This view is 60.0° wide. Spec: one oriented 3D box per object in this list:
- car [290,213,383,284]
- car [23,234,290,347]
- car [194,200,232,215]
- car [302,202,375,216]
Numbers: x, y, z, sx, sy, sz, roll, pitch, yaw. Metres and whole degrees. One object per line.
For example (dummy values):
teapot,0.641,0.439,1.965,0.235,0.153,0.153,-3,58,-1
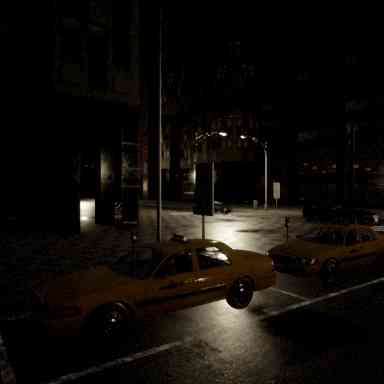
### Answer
car,4.099,1.526,9.548,4.829,1.417,1.752,0,0,-35
car,-0.468,1.526,6.305,4.829,1.417,1.752,0,0,-35
car,1.981,1.484,32.901,1.994,1.385,4.181,0,0,-36
car,9.767,1.454,22.260,2.128,1.511,4.902,0,0,-38
